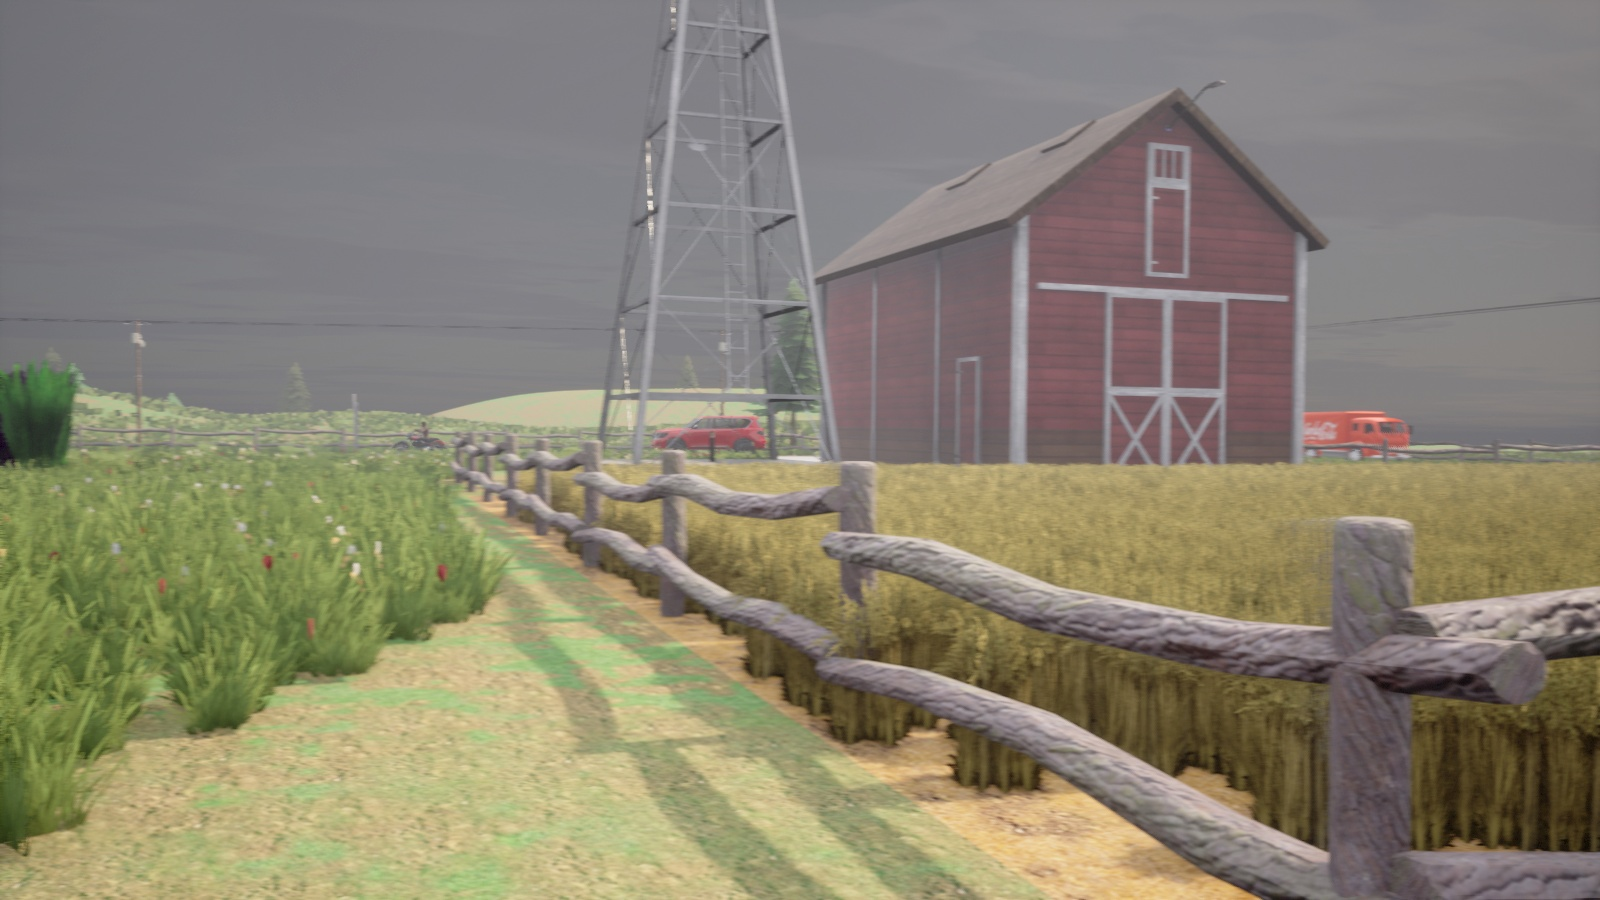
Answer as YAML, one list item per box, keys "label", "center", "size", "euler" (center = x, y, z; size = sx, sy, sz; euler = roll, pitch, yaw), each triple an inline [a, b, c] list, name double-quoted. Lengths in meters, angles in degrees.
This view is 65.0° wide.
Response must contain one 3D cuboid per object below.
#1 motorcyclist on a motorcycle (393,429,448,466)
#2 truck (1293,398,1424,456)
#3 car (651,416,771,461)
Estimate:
- label: "motorcyclist on a motorcycle"
  center: [-17.571, -0.138, 58.196]
  size: [2.350, 1.649, 0.766]
  euler: [-1, 1, -13]
- label: "truck"
  center: [24.938, -1.038, 56.318]
  size: [2.627, 2.467, 5.204]
  euler: [-1, 1, -16]
- label: "car"
  center: [-4.366, -0.583, 61.278]
  size: [5.566, 2.045, 2.150]
  euler: [-1, 1, -13]
